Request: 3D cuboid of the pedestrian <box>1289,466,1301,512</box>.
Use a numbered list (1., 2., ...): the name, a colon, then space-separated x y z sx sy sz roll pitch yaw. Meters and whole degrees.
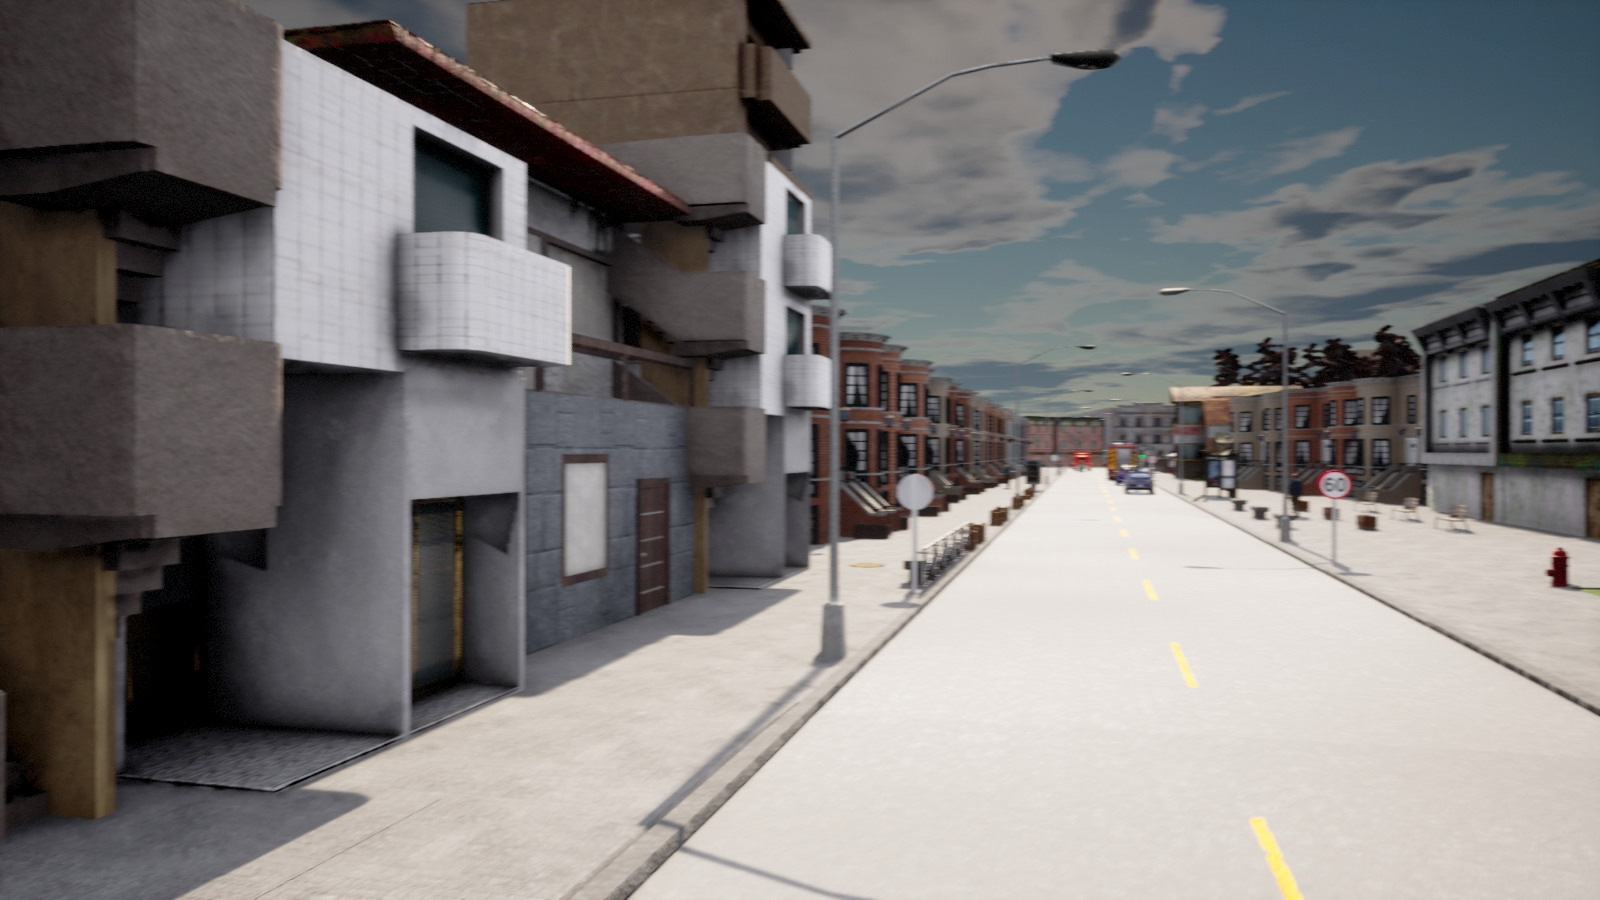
1. pedestrian: 20.000 1.572 46.174 0.375 1.860 0.375 0 0 11
